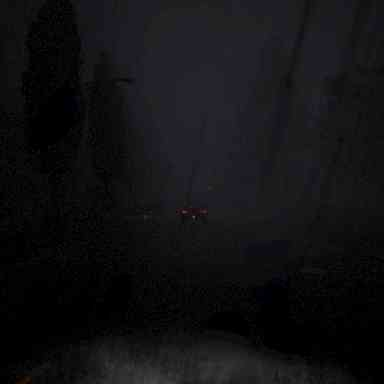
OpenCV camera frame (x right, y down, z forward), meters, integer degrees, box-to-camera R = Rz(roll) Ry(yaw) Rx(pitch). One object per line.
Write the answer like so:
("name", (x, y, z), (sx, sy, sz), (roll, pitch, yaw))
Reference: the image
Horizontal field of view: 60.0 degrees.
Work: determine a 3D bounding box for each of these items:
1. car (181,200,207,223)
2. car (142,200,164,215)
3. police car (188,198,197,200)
("car", (0.134, 1.532, 25.214), (1.812, 1.442, 4.674), (0, -1, 0))
("car", (-4.008, 1.553, 34.921), (2.033, 1.411, 5.357), (0, 0, 1))
("police car", (0.085, 1.512, 38.636), (2.038, 1.542, 4.974), (0, 0, 0))
